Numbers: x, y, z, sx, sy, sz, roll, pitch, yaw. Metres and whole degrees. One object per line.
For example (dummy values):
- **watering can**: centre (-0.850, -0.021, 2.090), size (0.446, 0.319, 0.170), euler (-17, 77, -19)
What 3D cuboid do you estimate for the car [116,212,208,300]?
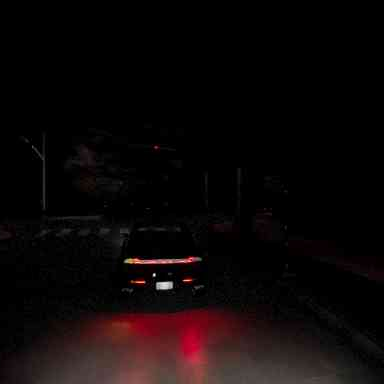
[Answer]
- **car**: centre (-0.841, 1.492, 8.461), size (2.128, 1.511, 4.902), euler (0, 0, -8)

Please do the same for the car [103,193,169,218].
- **car**: centre (-4.757, 1.065, 28.422), size (5.566, 2.045, 2.150), euler (0, 0, -12)

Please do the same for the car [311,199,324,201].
- **car**: centre (11.928, 1.368, 32.081), size (4.674, 1.442, 1.812), euler (0, 0, -13)
